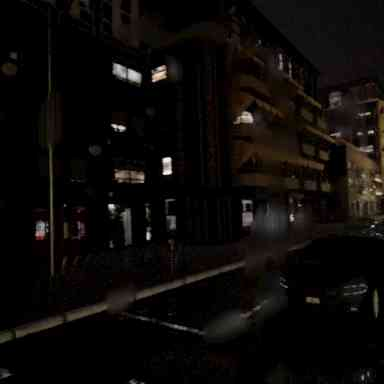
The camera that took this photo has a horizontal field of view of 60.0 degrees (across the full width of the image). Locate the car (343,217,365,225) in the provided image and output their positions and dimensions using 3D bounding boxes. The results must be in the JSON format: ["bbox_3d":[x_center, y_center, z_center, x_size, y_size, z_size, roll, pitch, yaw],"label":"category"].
[{"bbox_3d":[11.262,2.343,22.099,2.008,1.369,4.403,-4,-4,38],"label":"car"}]

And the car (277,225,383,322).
[{"bbox_3d":[3.773,1.801,8.217,1.882,1.535,5.008,-5,-4,38],"label":"car"}]

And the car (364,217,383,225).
[{"bbox_3d":[10.765,2.038,17.240,2.128,1.511,4.902,-5,-4,38],"label":"car"}]
